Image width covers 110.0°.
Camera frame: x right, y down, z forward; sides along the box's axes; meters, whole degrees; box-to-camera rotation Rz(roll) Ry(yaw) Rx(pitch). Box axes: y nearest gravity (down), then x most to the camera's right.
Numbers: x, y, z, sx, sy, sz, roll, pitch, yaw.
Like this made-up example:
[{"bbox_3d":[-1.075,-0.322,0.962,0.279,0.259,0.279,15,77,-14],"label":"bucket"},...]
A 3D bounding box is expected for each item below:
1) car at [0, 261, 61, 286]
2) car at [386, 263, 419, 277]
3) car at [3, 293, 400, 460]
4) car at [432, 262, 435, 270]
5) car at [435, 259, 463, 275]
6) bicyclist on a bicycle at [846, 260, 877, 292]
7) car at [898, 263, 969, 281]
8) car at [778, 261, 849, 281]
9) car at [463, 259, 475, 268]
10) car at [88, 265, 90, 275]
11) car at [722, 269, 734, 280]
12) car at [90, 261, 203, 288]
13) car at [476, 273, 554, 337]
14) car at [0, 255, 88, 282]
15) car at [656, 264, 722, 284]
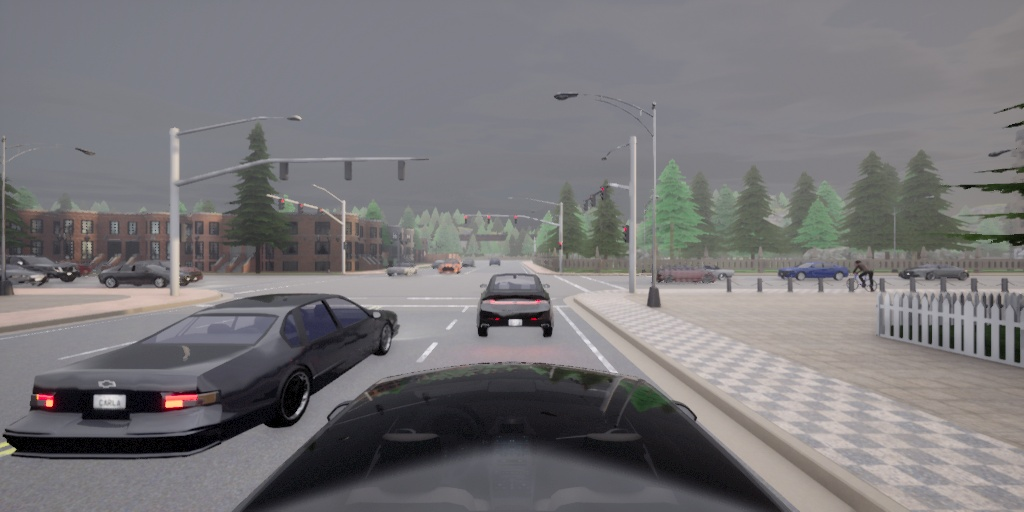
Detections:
[{"bbox_3d":[-32.550,1.232,22.636,4.902,1.511,2.128,0,0,-4],"label":"car"},{"bbox_3d":[-10.596,1.336,34.902,1.895,1.301,4.718,0,0,0],"label":"car"},{"bbox_3d":[-3.436,1.296,5.589,2.033,1.411,5.357,0,0,0],"label":"car"},{"bbox_3d":[-10.571,1.252,53.005,1.812,1.442,4.674,0,0,0],"label":"car"},{"bbox_3d":[-6.784,1.084,39.165,2.097,1.767,4.553,0,0,-5],"label":"car"},{"bbox_3d":[18.252,1.045,18.741,0.582,1.620,1.656,0,0,0],"label":"bicyclist on a bicycle"},{"bbox_3d":[34.833,1.301,29.692,4.181,1.385,1.994,0,0,1],"label":"car"},{"bbox_3d":[24.859,1.215,29.715,5.008,1.535,1.882,0,0,0],"label":"car"},{"bbox_3d":[-7.063,1.229,57.962,1.837,1.490,4.892,0,0,0],"label":"car"},{"bbox_3d":[-41.393,1.213,32.258,5.008,1.535,1.882,0,0,-11],"label":"car"},{"bbox_3d":[15.567,1.338,29.728,4.718,1.301,1.895,0,0,0],"label":"car"},{"bbox_3d":[-23.185,1.245,22.875,4.892,1.490,1.837,0,0,-3],"label":"car"},{"bbox_3d":[0.083,1.238,10.257,2.128,1.511,4.902,0,0,0],"label":"car"},{"bbox_3d":[-35.167,0.960,25.963,5.566,2.045,2.150,0,0,-6],"label":"car"},{"bbox_3d":[12.428,1.303,26.067,4.181,1.385,1.994,0,0,1],"label":"car"}]
